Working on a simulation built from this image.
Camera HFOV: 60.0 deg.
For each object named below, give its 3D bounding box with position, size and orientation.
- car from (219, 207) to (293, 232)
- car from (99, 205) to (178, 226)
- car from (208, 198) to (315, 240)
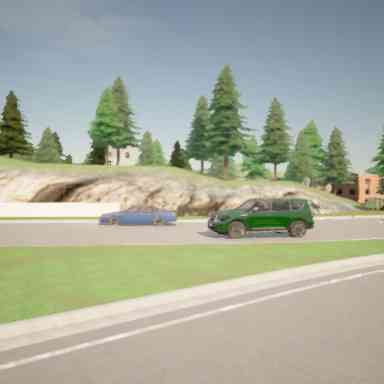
[{"bbox_3d":[4.056,1.683,21.251,4.181,1.385,1.994,0,0,-15],"label":"car"},{"bbox_3d":[-3.666,1.632,23.336,5.357,1.411,2.033,0,0,-6],"label":"car"},{"bbox_3d":[3.673,1.321,17.528,5.566,2.045,2.150,0,0,-13],"label":"car"}]
